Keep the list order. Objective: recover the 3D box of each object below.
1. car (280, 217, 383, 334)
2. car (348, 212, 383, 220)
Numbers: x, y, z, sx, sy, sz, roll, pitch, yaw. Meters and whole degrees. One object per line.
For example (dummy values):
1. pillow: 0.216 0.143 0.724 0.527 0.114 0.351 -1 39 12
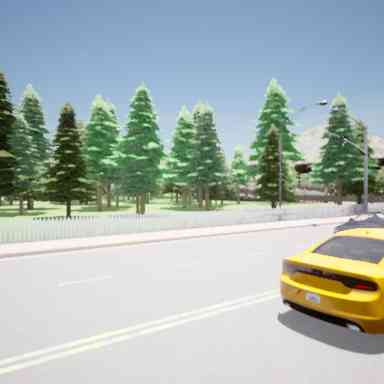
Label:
1. car: 3.877 1.464 6.519 5.008 1.535 1.882 0 0 -35
2. car: 7.595 1.535 13.676 4.181 1.385 1.994 0 0 -35
